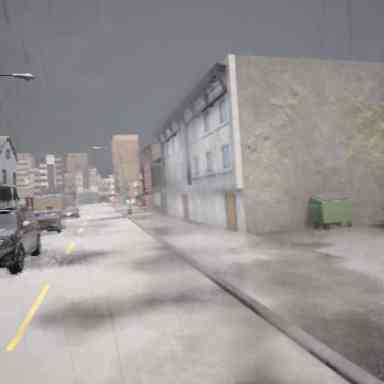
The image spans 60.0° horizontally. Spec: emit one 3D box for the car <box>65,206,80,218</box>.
[{"bbox_3d":[-14.583,2.399,40.119,2.128,1.511,4.902,-4,0,-15],"label":"car"}]

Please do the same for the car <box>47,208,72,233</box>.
[{"bbox_3d":[-10.292,2.190,24.178,2.033,1.411,5.357,-4,0,-15],"label":"car"}]

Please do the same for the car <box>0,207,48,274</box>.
[{"bbox_3d":[-6.997,1.661,12.099,2.150,2.045,5.566,-4,0,-15],"label":"car"}]
